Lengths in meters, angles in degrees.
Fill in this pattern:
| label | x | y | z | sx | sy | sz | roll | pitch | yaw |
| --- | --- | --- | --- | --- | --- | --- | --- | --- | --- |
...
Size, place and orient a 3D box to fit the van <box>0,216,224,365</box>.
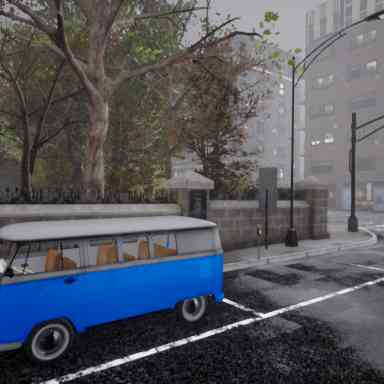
| label | x | y | z | sx | sy | sz | roll | pitch | yaw |
| --- | --- | --- | --- | --- | --- | --- | --- | --- | --- |
| van | -1.327 | 1.342 | 5.544 | 3.998 | 1.788 | 1.690 | 0 | 1 | -35 |
